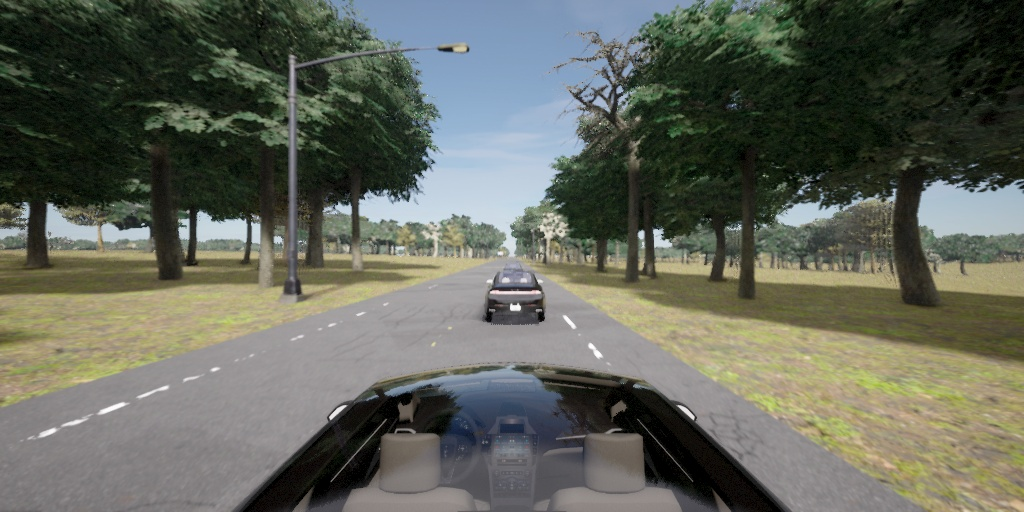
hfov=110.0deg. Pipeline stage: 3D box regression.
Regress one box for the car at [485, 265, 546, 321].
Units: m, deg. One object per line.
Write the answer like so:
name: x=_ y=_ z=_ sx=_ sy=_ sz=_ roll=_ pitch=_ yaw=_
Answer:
car: x=0.099 y=1.254 z=12.536 sx=2.128 sy=1.511 sz=4.902 roll=0 pitch=0 yaw=0

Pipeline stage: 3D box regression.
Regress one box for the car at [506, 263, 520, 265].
car: x=0.105 y=1.321 z=32.685 sx=2.033 sy=1.411 sz=5.357 roll=0 pitch=0 yaw=0
